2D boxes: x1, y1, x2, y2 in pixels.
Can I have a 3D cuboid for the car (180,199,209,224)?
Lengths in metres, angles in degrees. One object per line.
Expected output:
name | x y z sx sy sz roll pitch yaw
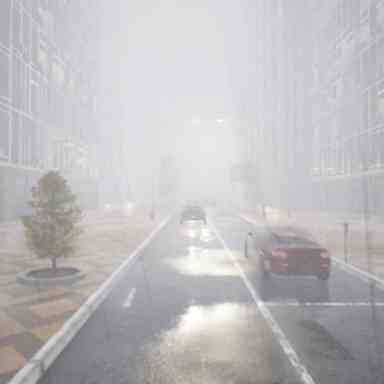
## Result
car | 0.081 1.497 24.555 1.812 1.442 4.674 0 0 0

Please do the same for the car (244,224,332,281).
car | 2.571 1.569 9.596 1.802 1.307 4.206 1 0 0

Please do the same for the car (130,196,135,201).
car | -17.519 1.716 89.263 4.403 1.369 2.008 0 -1 14

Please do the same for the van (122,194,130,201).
van | -17.889 1.369 81.096 3.998 1.788 1.690 0 -1 13

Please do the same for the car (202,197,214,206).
car | 2.537 1.537 54.136 1.802 1.307 4.206 1 0 0

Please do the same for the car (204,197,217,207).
car | 2.543 1.396 48.569 1.967 1.590 4.097 1 0 0
